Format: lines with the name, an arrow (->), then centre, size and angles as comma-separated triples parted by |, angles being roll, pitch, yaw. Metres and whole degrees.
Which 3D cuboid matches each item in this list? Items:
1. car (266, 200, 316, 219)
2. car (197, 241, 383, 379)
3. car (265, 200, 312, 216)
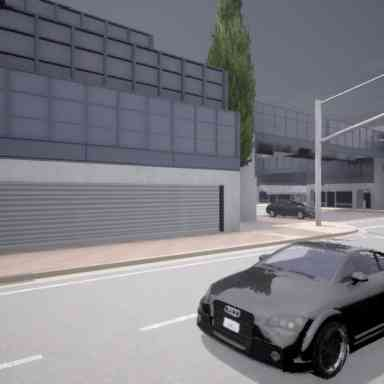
car -> 8.666, 1.505, 28.893 | 1.837, 1.490, 4.892 | 0, 0, -37
car -> 2.135, 1.564, 5.541 | 4.181, 1.385, 1.994 | 0, 0, -36
car -> 9.633, 1.564, 33.445 | 1.994, 1.385, 4.181 | 0, 0, -37
